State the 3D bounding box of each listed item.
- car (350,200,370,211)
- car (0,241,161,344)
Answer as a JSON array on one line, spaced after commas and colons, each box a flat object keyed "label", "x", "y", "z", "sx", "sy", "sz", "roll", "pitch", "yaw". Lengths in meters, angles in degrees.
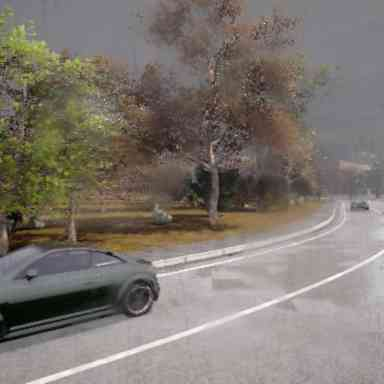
[{"label": "car", "x": 20.752, "y": 1.636, "z": 41.225, "sx": 1.994, "sy": 1.385, "sz": 4.181, "roll": -1, "pitch": -1, "yaw": 24}, {"label": "car", "x": -2.645, "y": 1.637, "z": 5.986, "sx": 4.181, "sy": 1.385, "sz": 1.994, "roll": 0, "pitch": -1, "yaw": -39}]
